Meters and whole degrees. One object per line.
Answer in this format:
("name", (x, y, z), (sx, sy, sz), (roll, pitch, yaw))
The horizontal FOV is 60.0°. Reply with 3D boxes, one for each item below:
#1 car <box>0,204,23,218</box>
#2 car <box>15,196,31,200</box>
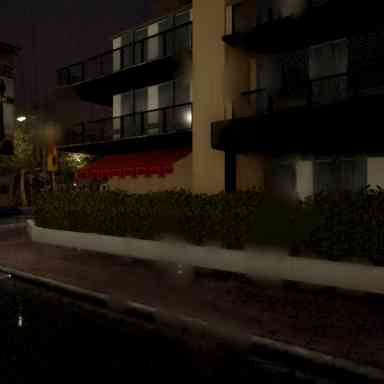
("car", (-17.171, 1.547, 27.888), (2.033, 1.411, 5.357), (0, 0, 35))
("car", (-35.696, 1.481, 67.692), (4.892, 1.521, 2.231), (0, 0, 36))
